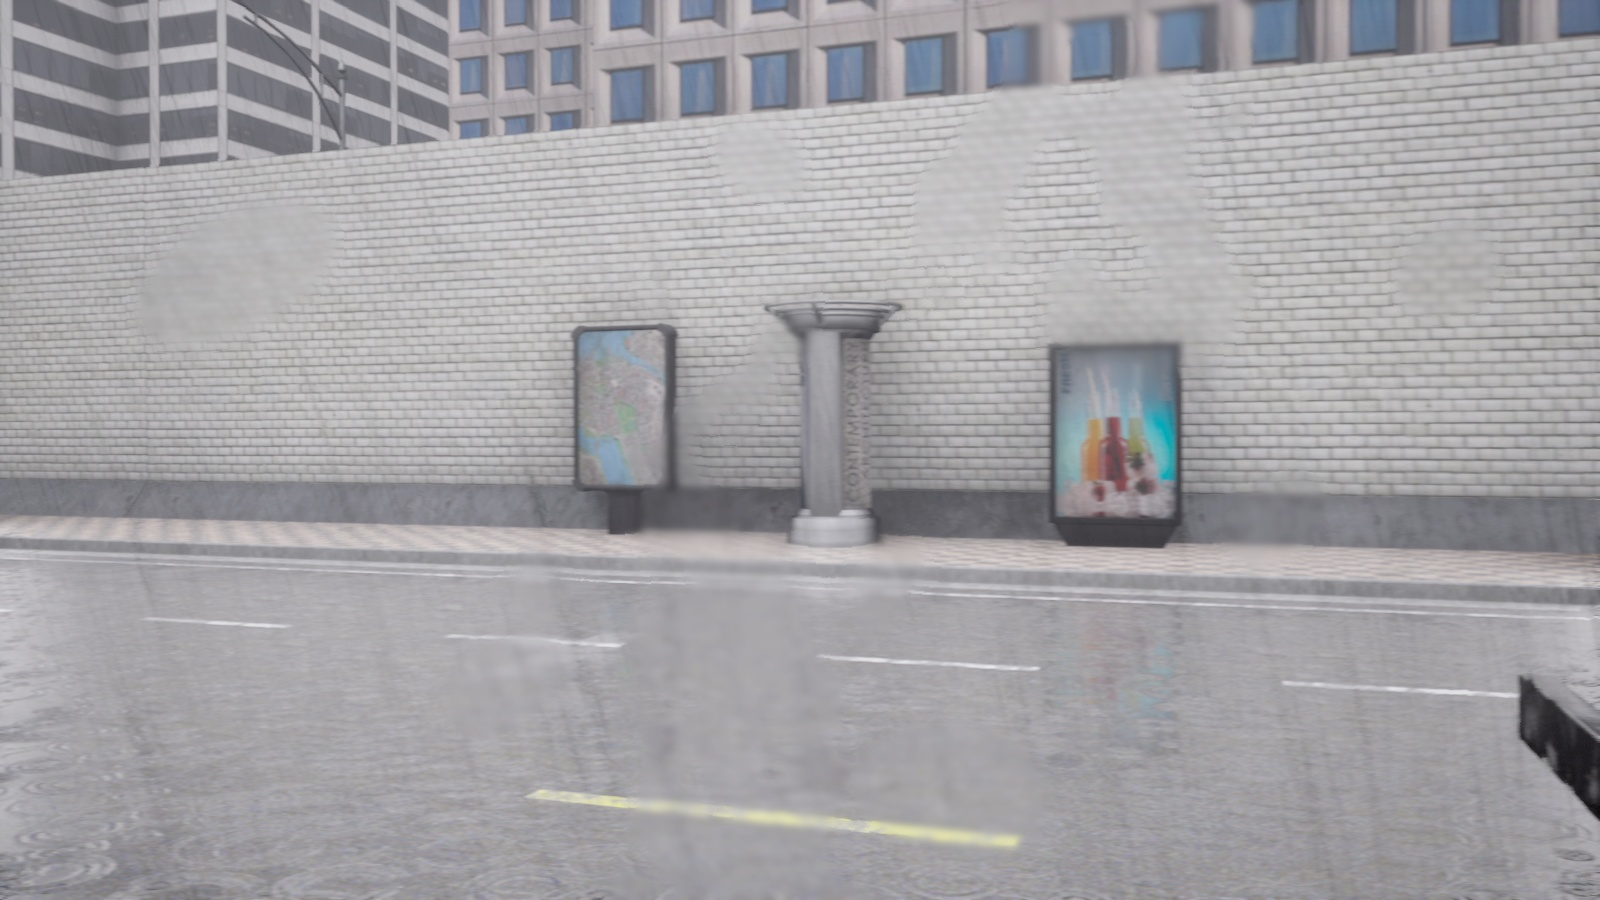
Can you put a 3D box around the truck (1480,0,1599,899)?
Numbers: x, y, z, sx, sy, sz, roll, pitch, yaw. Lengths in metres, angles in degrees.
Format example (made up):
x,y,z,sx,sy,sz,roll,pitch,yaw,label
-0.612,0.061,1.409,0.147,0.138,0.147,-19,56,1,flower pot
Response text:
x,y,z,sx,sy,sz,roll,pitch,yaw,label
5.472,-0.156,1.337,7.936,3.462,2.891,1,1,19,truck
